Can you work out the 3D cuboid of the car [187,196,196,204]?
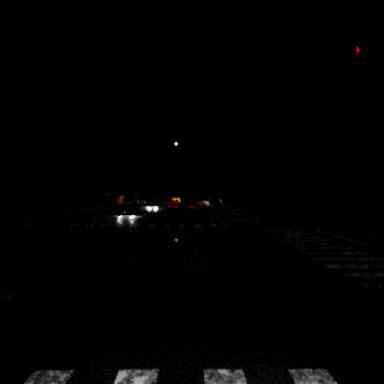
[{"bbox_3d":[-0.082,1.608,70.224,1.882,1.535,5.008,0,0,0],"label":"car"}]

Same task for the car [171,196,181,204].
[{"bbox_3d":[-3.332,1.608,70.219,1.882,1.535,5.008,0,0,0],"label":"car"}]

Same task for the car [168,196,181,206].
[{"bbox_3d":[-3.315,1.806,60.244,1.895,1.301,4.718,0,0,0],"label":"car"}]

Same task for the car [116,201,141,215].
[{"bbox_3d":[-6.621,1.648,35.392,2.033,1.411,5.357,0,0,0],"label":"car"}]

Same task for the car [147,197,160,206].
[{"bbox_3d":[-6.581,1.685,57.787,2.128,1.511,4.902,0,0,0],"label":"car"}]

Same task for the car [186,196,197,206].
[{"bbox_3d":[-0.064,1.707,59.803,1.837,1.490,4.892,0,0,0],"label":"car"}]
